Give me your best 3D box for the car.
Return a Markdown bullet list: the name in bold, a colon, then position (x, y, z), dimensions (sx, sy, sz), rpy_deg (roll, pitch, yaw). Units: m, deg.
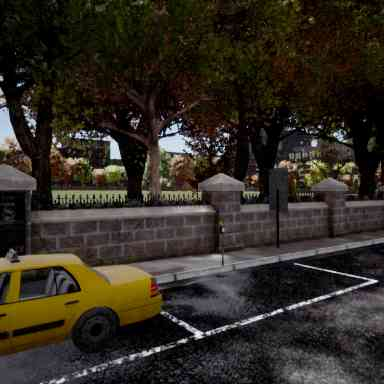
- **car**: position (-2.768, 1.525, 4.585), dimensions (4.829, 1.417, 1.752), rpy_deg (0, 0, -35)
